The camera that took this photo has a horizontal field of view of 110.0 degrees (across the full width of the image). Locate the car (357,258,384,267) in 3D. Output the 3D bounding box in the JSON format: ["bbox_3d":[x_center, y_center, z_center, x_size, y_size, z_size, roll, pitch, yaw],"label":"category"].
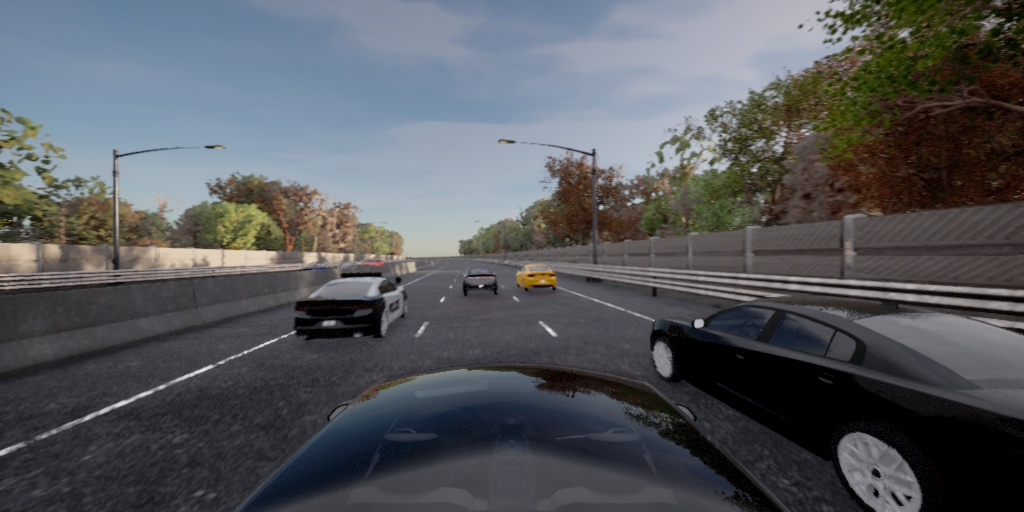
[{"bbox_3d":[-19.995,1.358,51.505,2.150,2.045,5.566,-1,-1,-7],"label":"car"}]

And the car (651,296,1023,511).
[{"bbox_3d":[3.474,1.203,4.186,1.882,1.535,5.008,-1,0,-6],"label":"car"}]

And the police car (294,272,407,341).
[{"bbox_3d":[-4.350,1.298,10.523,1.930,1.638,5.238,-1,0,-6],"label":"police car"}]

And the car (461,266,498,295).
[{"bbox_3d":[-1.864,1.335,20.614,2.128,1.511,4.902,-1,0,-7],"label":"car"}]

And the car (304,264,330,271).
[{"bbox_3d":[-26.755,1.801,49.245,1.895,1.301,4.718,-1,0,-7],"label":"car"}]

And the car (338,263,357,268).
[{"bbox_3d":[-23.534,1.698,51.626,1.812,1.442,4.674,-1,0,-7],"label":"car"}]

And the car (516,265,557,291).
[{"bbox_3d":[1.437,1.290,22.540,1.882,1.535,5.008,-1,0,-7],"label":"car"}]
